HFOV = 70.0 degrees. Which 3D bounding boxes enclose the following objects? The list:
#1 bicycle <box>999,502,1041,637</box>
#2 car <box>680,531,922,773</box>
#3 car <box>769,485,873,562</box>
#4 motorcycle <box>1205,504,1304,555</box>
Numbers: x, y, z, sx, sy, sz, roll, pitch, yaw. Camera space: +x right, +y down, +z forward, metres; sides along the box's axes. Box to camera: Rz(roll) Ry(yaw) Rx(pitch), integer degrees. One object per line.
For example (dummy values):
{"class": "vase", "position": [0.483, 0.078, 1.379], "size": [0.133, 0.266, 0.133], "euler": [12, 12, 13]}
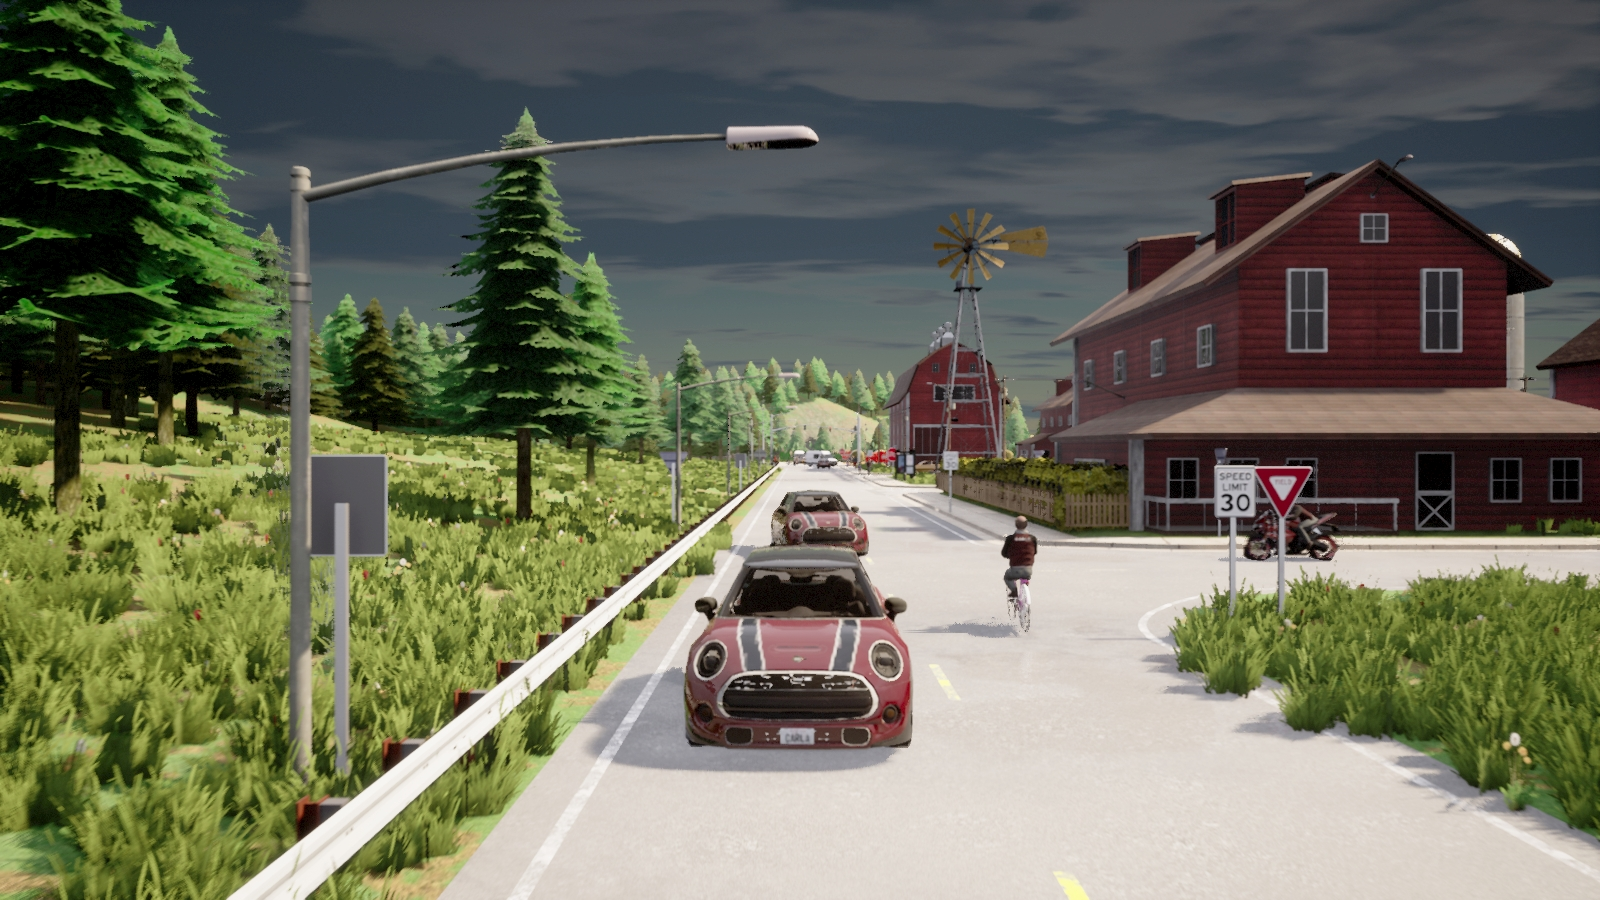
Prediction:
{"class": "bicycle", "position": [3.444, 1.827, 17.989], "size": [0.329, 1.919, 1.835], "euler": [0, 0, 0]}
{"class": "car", "position": [0.046, 1.900, 12.147], "size": [2.097, 1.767, 4.553], "euler": [0, 0, 1]}
{"class": "car", "position": [0.470, 1.878, 30.532], "size": [2.097, 1.767, 4.553], "euler": [0, 0, -8]}
{"class": "motorcycle", "position": [11.693, 2.051, 29.468], "size": [2.209, 1.251, 0.867], "euler": [0, 0, 0]}
